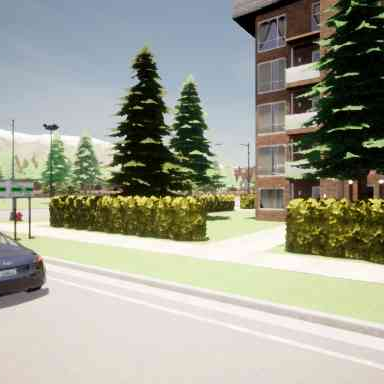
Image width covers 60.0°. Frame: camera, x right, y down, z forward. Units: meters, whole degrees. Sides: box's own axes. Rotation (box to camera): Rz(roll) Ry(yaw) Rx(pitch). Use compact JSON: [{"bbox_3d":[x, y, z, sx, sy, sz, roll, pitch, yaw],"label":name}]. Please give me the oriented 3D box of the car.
[{"bbox_3d":[-5.253,1.564,7.712,4.181,1.385,1.994,0,0,36],"label":"car"}]
